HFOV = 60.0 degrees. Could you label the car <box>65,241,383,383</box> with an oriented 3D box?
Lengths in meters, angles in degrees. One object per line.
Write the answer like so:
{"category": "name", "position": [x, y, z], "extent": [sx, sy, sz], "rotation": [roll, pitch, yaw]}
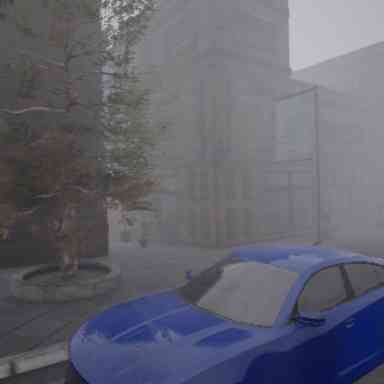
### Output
{"category": "car", "position": [1.070, 1.456, 4.143], "extent": [5.008, 1.535, 1.882], "rotation": [0, 0, -36]}
